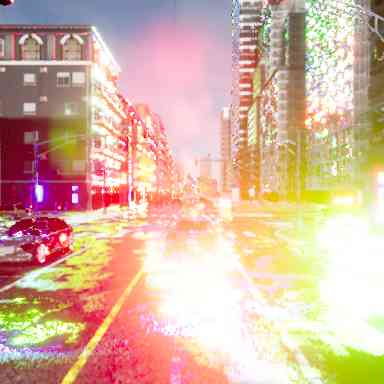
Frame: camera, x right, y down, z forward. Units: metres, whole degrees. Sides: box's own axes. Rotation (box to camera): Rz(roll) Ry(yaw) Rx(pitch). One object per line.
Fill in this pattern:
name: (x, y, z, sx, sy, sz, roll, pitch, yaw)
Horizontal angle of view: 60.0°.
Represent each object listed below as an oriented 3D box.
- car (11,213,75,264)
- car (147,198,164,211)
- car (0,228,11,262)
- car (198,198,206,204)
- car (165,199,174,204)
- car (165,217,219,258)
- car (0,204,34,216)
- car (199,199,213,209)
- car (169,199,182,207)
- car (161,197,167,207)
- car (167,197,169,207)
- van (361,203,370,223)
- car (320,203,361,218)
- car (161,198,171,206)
car: (-5.701, 1.669, 12.174, 2.008, 1.369, 4.403, -1, -1, 0)
car: (-5.700, 2.034, 50.239, 1.887, 1.381, 4.507, -1, -1, 0)
car: (-5.701, 1.588, 6.340, 1.752, 1.417, 4.829, -1, -1, 0)
car: (2.647, 2.432, 89.837, 1.887, 1.381, 4.507, -1, -1, 0)
car: (-5.700, 2.412, 84.131, 1.802, 1.307, 4.206, -1, -1, 0)
car: (0.067, 1.694, 13.434, 1.994, 1.385, 4.181, 0, 0, 2)
car: (-17.884, 1.814, 32.145, 4.829, 1.417, 1.752, 0, 0, 0)
car: (2.647, 2.090, 55.945, 1.887, 1.381, 4.507, -1, -1, 0)
car: (-3.010, 2.213, 66.753, 1.994, 1.385, 4.181, 0, -1, 0)
car: (-5.702, 1.985, 55.888, 1.967, 1.590, 4.097, -1, -1, 0)
car: (-5.704, 1.974, 67.187, 2.192, 1.841, 5.009, -1, -1, 0)
van: (14.688, 1.599, 23.816, 3.998, 1.788, 1.690, 0, 0, 0)
car: (14.675, 1.781, 32.198, 4.313, 1.339, 1.947, 0, 0, 0)
car: (-5.702, 2.156, 72.834, 1.967, 1.590, 4.097, -1, -1, 0)
